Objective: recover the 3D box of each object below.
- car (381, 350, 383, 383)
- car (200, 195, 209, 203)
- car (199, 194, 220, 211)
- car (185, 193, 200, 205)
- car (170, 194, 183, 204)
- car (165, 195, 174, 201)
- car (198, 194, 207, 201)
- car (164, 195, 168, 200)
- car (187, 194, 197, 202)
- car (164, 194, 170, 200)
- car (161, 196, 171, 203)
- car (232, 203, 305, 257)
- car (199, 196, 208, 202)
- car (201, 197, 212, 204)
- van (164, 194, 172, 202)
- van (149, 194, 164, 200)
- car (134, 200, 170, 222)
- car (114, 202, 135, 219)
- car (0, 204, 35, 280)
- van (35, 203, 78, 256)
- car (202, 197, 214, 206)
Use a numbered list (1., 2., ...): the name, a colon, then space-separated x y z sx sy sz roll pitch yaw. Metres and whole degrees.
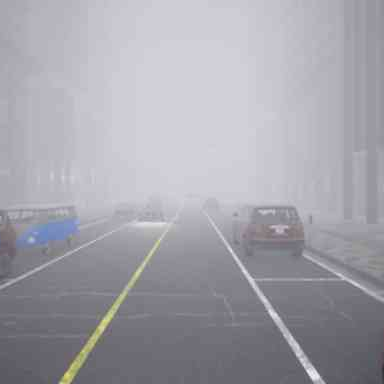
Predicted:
1. car: 2.761 1.546 1.587 1.887 1.381 4.507 0 0 0
2. car: 2.762 1.520 74.858 1.967 1.590 4.097 0 0 0
3. car: 2.389 1.390 42.325 2.097 1.767 4.553 0 0 0
4. car: 0.002 1.281 59.649 2.150 2.045 5.566 0 0 0
5. car: -3.002 1.644 67.028 2.033 1.411 5.357 0 0 0
6. car: -5.763 1.534 86.122 1.967 1.590 4.097 0 0 0
7. car: 2.762 1.409 86.132 2.192 1.841 5.009 0 0 0
8. car: -5.763 1.624 57.938 1.947 1.339 4.313 0 0 0
9. car: 0.003 1.286 76.807 2.097 1.767 4.553 0 0 0
10. car: -5.763 1.631 63.575 1.947 1.339 4.313 0 0 0
11. car: -5.763 1.624 74.849 1.887 1.381 4.507 0 0 0
12. car: 2.761 1.322 12.859 2.192 1.841 5.009 0 0 0
13. car: 2.763 1.653 80.495 1.947 1.339 4.313 0 0 0
14. car: 2.762 1.616 63.586 2.008 1.369 4.403 0 0 0
15. van: -5.763 1.428 80.486 1.690 1.788 3.998 0 0 0
16. van: -5.764 1.392 52.302 1.690 1.788 3.998 0 0 0
17. car: -3.097 1.583 26.693 1.994 1.385 4.181 0 0 0
18. car: -5.763 1.567 29.755 1.887 1.381 4.507 0 0 0
19. car: -5.764 1.319 7.208 2.192 1.841 5.009 0 0 0
20. van: -5.764 1.349 12.844 1.690 1.788 3.998 0 0 0
21. car: 2.762 1.583 58.120 1.752 1.417 4.829 0 0 0
